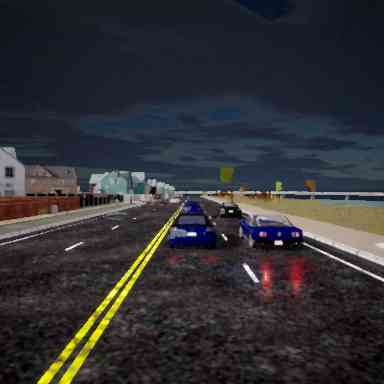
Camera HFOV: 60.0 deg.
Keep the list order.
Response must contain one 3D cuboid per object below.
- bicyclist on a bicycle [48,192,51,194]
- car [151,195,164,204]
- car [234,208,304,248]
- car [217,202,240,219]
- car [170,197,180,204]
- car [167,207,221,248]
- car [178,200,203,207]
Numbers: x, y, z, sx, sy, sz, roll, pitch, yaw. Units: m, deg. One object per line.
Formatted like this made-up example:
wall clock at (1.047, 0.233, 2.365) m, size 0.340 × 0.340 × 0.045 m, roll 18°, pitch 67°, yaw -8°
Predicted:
bicyclist on a bicycle at (-29.613, 0.844, 69.169) m, size 0.582 × 1.620 × 1.656 m, roll 1°, pitch 0°, yaw -35°
car at (-6.499, 1.450, 63.682) m, size 2.097 × 1.767 × 4.553 m, roll 0°, pitch 0°, yaw 0°
car at (3.250, 1.616, 14.681) m, size 1.895 × 1.301 × 4.718 m, roll 0°, pitch 0°, yaw 0°
car at (3.250, 1.580, 29.651) m, size 1.994 × 1.385 × 4.181 m, roll 0°, pitch 0°, yaw 0°
car at (-3.249, 1.701, 63.621) m, size 1.895 × 1.301 × 4.718 m, roll 0°, pitch 0°, yaw 0°
car at (0.000, 1.572, 14.651) m, size 1.994 × 1.385 × 4.181 m, roll 0°, pitch 0°, yaw 0°
car at (0.001, 1.541, 29.651) m, size 1.812 × 1.442 × 4.674 m, roll 0°, pitch 0°, yaw 0°
